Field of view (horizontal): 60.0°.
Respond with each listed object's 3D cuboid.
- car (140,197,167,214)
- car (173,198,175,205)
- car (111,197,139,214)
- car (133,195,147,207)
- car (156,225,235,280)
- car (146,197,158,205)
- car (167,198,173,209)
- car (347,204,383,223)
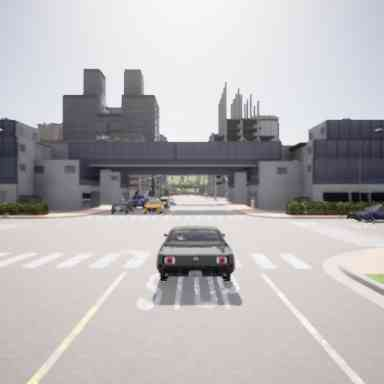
[{"bbox_3d":[-4.255,1.641,37.699,1.882,1.535,5.008,0,0,0],"label":"car"},{"bbox_3d":[-4.195,1.790,63.523,1.812,1.442,4.674,0,0,1],"label":"car"},{"bbox_3d":[-7.798,1.656,37.725,2.128,1.511,4.902,0,0,2],"label":"car"},{"bbox_3d":[-7.751,1.423,48.980,2.150,2.045,5.566,0,1,0],"label":"car"},{"bbox_3d":[0.079,1.644,9.996,1.895,1.301,4.718,0,0,0],"label":"car"},{"bbox_3d":[-7.674,1.794,64.722,1.812,1.442,4.674,0,0,0],"label":"car"},{"bbox_3d":[-4.253,1.708,48.637,1.837,1.490,4.892,0,1,0],"label":"car"},{"bbox_3d":[15.350,1.667,26.563,5.357,1.411,2.033,0,0,1],"label":"car"}]
